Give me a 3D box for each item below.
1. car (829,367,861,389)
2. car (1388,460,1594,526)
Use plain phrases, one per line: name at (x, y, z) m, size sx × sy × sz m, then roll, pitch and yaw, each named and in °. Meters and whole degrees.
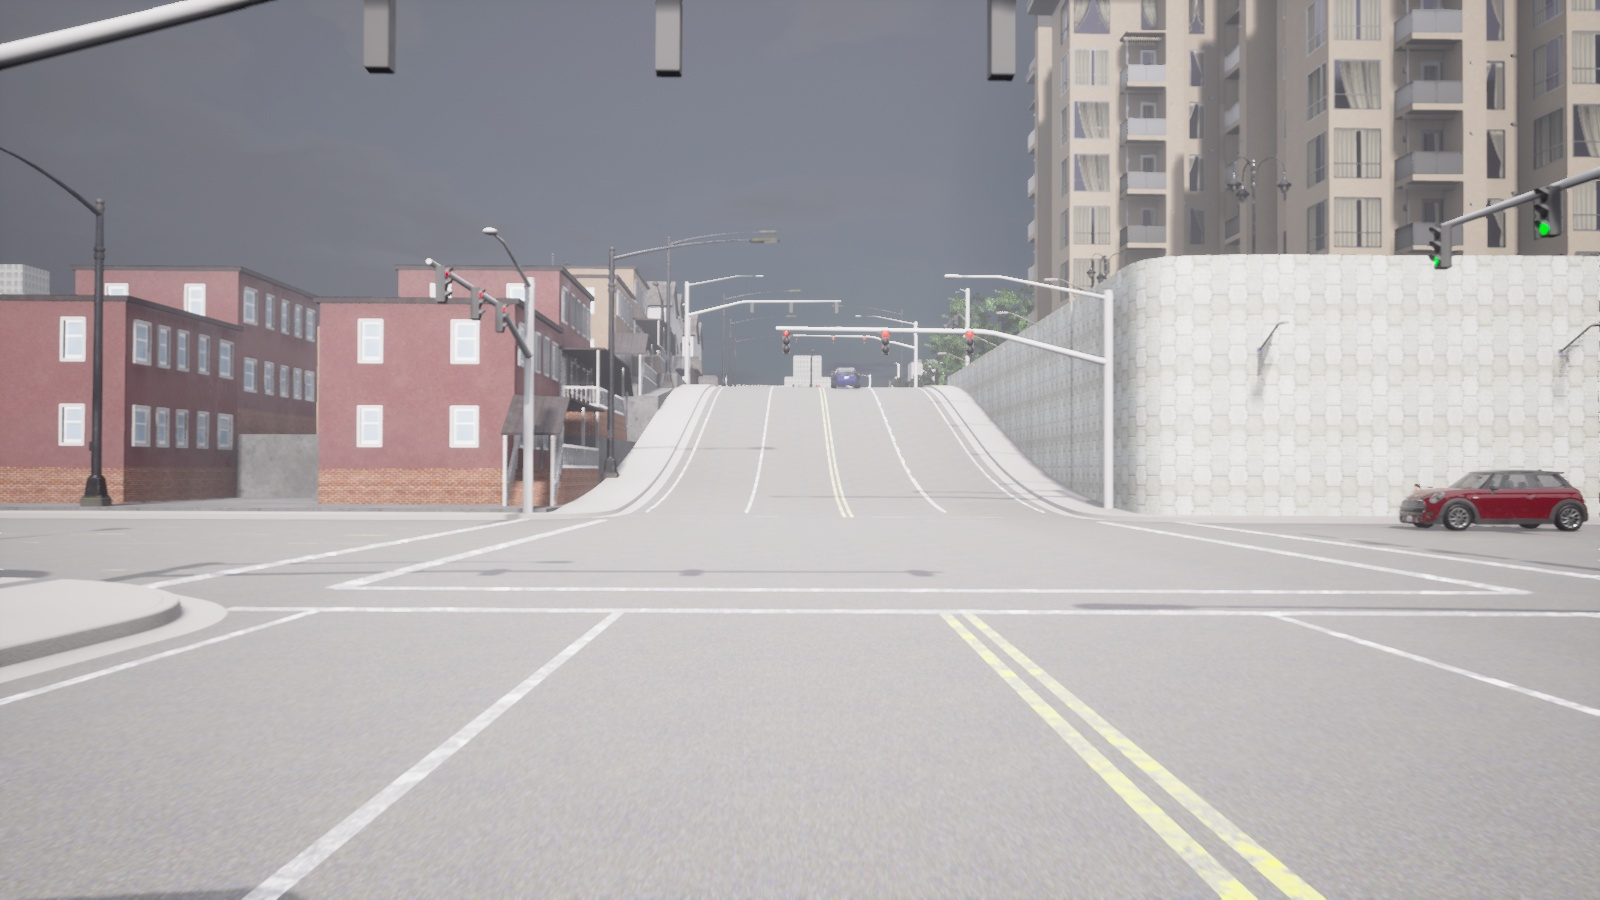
car at (3.225, -5.198, 90.551) m, size 2.163 × 1.488 × 4.792 m, roll 0°, pitch 3°, yaw 0°
car at (19.168, 1.182, 34.990) m, size 4.553 × 1.767 × 2.097 m, roll 0°, pitch -1°, yaw 0°
